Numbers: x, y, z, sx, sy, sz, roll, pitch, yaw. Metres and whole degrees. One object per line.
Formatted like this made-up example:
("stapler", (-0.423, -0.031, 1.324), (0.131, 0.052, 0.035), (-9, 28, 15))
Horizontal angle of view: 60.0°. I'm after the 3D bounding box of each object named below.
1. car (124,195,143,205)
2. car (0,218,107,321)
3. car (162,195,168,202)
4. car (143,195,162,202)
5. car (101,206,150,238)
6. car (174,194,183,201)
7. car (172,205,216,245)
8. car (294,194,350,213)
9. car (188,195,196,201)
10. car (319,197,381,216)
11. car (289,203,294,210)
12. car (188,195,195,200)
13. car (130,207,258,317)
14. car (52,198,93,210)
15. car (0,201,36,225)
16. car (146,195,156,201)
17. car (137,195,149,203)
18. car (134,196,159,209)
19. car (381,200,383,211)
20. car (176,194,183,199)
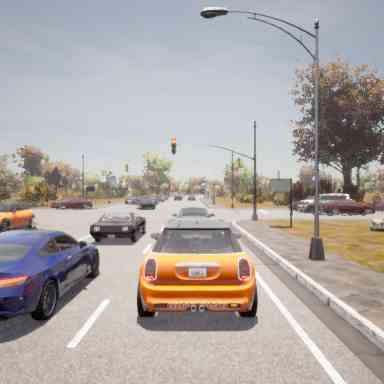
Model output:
("car", (-10.647, 1.483, 58.845), (2.128, 1.511, 4.902), (0, 0, 0))
("car", (-3.409, 1.525, 7.161), (1.812, 1.442, 4.674), (0, 0, 0))
("car", (-7.089, 1.345, 72.582), (2.097, 1.767, 4.553), (0, 0, 0))
("car", (-7.150, 1.482, 59.673), (2.128, 1.511, 4.902), (0, 0, 0))
("car", (-3.420, 1.599, 16.319), (1.895, 1.301, 4.718), (0, 0, 0))
("car", (-3.599, 1.481, 84.597), (1.837, 1.490, 4.892), (0, 0, 0))
("car", (0.079, 1.502, 16.587), (1.837, 1.490, 4.892), (0, 0, 0))
("car", (14.422, 1.216, 36.103), (5.566, 2.045, 2.150), (0, 0, 3))
("car", (-0.099, 1.541, 84.730), (1.994, 1.385, 4.181), (0, 0, 0))
("car", (15.126, 1.473, 32.375), (5.008, 1.535, 1.882), (0, 0, 3))
("car", (14.037, 1.499, 39.631), (4.892, 1.490, 1.837), (0, 0, 3))
("car", (-0.072, 1.582, 94.768), (1.895, 1.301, 4.718), (0, 0, 1))
("car", (0.091, 1.351, 7.629), (2.097, 1.767, 4.553), (0, 0, 0))
("car", (-15.103, 1.472, 42.143), (5.008, 1.535, 1.882), (0, 2, -38))
("car", (-10.622, 1.349, 18.552), (2.097, 1.767, 4.553), (0, 0, 0))
("car", (-10.598, 1.532, 86.147), (1.994, 1.385, 4.181), (0, 0, 0))
("car", (-10.588, 1.490, 71.800), (1.837, 1.490, 4.892), (0, 0, 0))
("car", (-5.910, 1.595, 42.628), (1.895, 1.301, 4.718), (0, 0, -16))
("car", (22.927, 1.551, 39.159), (4.181, 1.385, 1.994), (0, 0, 3))
("car", (-3.571, 1.361, 95.005), (1.812, 1.442, 4.674), (0, 0, 1))
